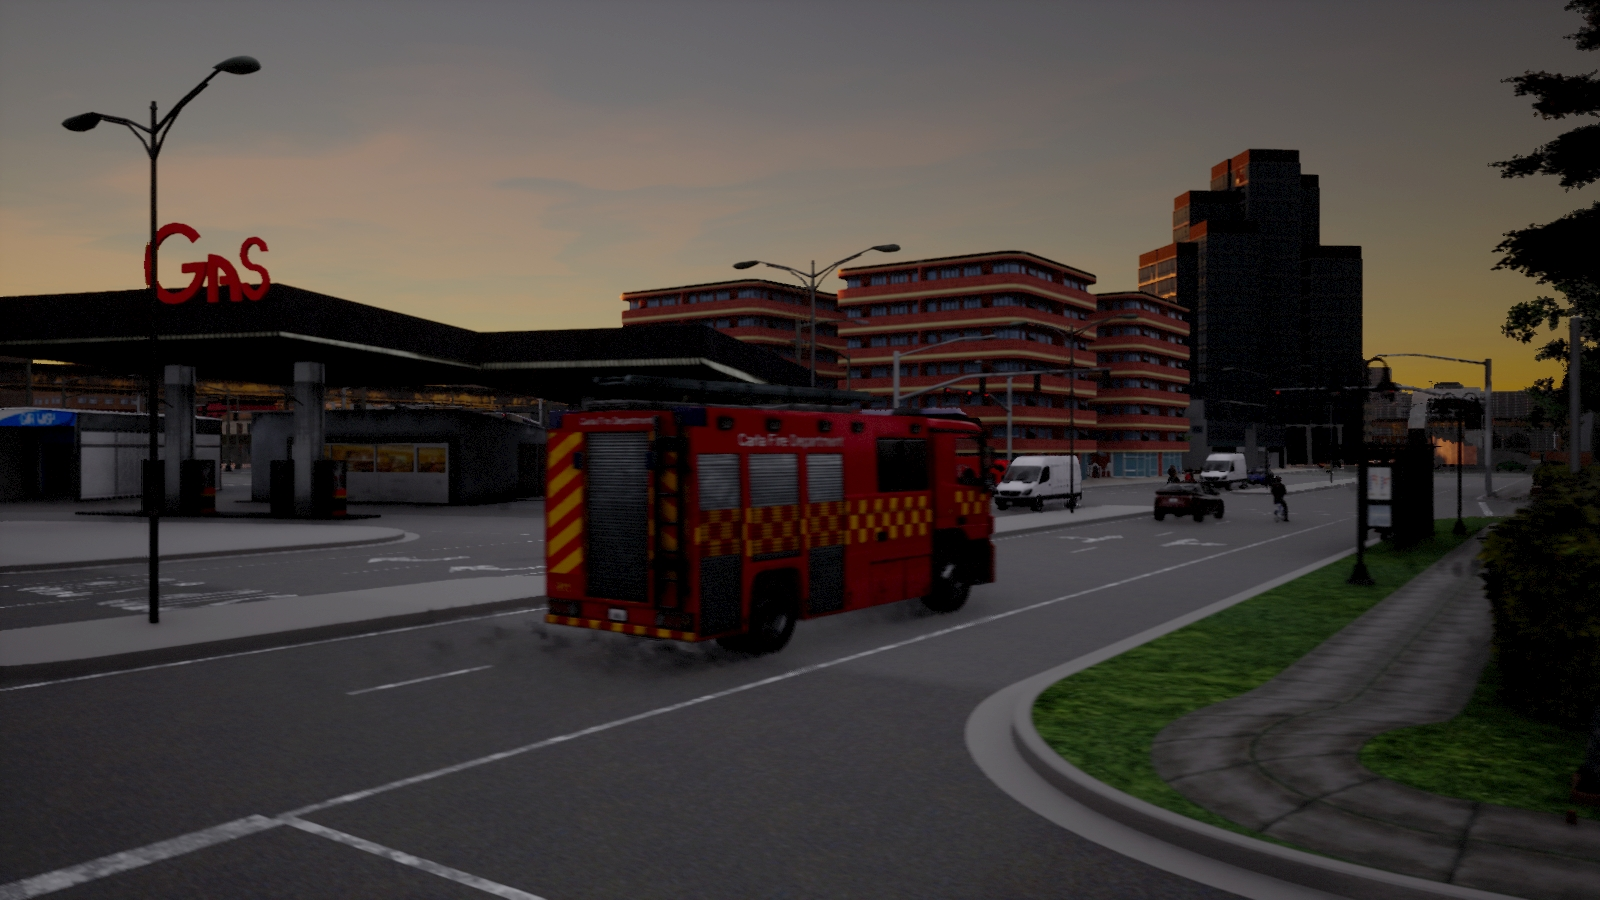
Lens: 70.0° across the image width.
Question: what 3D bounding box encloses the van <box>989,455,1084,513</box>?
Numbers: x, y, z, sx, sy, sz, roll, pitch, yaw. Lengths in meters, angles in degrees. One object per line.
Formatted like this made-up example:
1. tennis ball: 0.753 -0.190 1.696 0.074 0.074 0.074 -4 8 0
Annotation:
1. van: 11.212 1.534 53.855 1.988 2.561 5.915 0 0 38

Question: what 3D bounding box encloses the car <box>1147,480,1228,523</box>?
1. car: 15.658 2.040 46.030 2.007 1.525 4.514 0 0 34

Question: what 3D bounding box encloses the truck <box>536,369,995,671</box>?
1. truck: -0.058 0.890 18.763 2.891 3.827 8.468 0 0 37

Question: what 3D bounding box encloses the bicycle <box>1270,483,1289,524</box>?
1. bicycle: 18.548 2.048 44.181 0.329 1.496 1.835 0 0 35

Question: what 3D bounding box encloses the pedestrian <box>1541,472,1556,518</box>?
1. pedestrian: 30.893 1.848 47.149 0.375 1.860 0.375 0 0 -8

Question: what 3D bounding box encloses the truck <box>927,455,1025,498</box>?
1. truck: 10.563 1.583 68.708 5.204 2.467 2.627 -1 -1 34
